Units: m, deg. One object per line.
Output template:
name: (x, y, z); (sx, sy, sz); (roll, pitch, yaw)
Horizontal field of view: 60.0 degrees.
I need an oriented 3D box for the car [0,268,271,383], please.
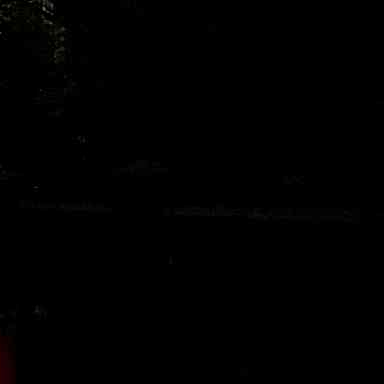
car: (-1.398, 1.562, 3.721); (4.507, 1.381, 1.887); (0, 0, 36)
